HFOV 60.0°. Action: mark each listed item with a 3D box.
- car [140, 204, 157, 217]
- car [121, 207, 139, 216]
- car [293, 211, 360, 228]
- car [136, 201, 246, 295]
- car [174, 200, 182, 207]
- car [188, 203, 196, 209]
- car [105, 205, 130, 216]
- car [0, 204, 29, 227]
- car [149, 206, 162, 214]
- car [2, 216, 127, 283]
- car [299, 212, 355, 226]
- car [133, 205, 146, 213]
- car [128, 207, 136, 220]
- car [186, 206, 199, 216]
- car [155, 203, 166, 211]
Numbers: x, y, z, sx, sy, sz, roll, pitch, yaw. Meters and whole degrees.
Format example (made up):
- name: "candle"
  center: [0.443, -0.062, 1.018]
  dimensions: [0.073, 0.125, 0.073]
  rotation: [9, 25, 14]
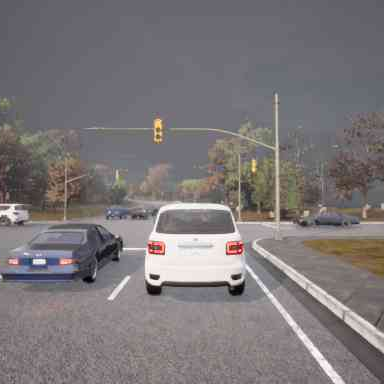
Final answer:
- name: "car"
  center: [-7.123, 2.995, 55.238]
  dimensions: [2.150, 2.045, 5.566]
  rotation: [0, -1, 0]
- name: "car"
  center: [-10.612, 3.356, 57.361]
  dimensions: [2.033, 1.411, 5.357]
  rotation: [0, -1, 1]
- name: "car"
  center: [11.700, 2.379, 29.034]
  dimensions: [5.357, 1.411, 2.033]
  rotation: [0, -3, -2]
- name: "car"
  center: [0.078, 1.318, 9.096]
  dimensions: [2.150, 2.045, 5.566]
  rotation: [0, -1, 0]
- name: "car"
  center: [-3.646, 3.073, 87.359]
  dimensions: [1.882, 1.535, 5.008]
  rotation: [0, 0, -3]
- name: "car"
  center: [-0.050, 3.354, 80.005]
  dimensions: [1.994, 1.385, 4.181]
  rotation: [0, 0, 0]
- name: "car"
  center: [-10.636, 2.798, 47.068]
  dimensions: [2.150, 2.045, 5.566]
  rotation: [0, -2, -2]
- name: "car"
  center: [-17.891, 2.123, 30.645]
  dimensions: [5.566, 2.045, 2.150]
  rotation: [0, -3, 9]
- name: "car"
  center: [-7.079, 3.466, 65.160]
  dimensions: [1.895, 1.301, 4.718]
  rotation: [0, 0, 0]
- name: "car"
  center: [-3.423, 1.662, 9.949]
  dimensions: [2.033, 1.411, 5.357]
  rotation: [0, -1, 0]
- name: "car"
  center: [13.130, 2.590, 32.579]
  dimensions: [4.718, 1.301, 1.895]
  rotation: [0, -3, -2]
- name: "car"
  center: [-10.550, 3.465, 67.644]
  dimensions: [1.895, 1.301, 4.718]
  rotation: [0, 0, 0]
- name: "car"
  center: [-7.114, 3.133, 45.710]
  dimensions: [1.895, 1.301, 4.718]
  rotation: [0, -2, -1]
- name: "car"
  center: [0.062, 3.301, 57.341]
  dimensions: [2.128, 1.511, 4.902]
  rotation: [0, -1, 0]
- name: "car"
  center: [-7.045, 3.363, 75.857]
  dimensions: [2.033, 1.411, 5.357]
  rotation: [0, 0, 0]
